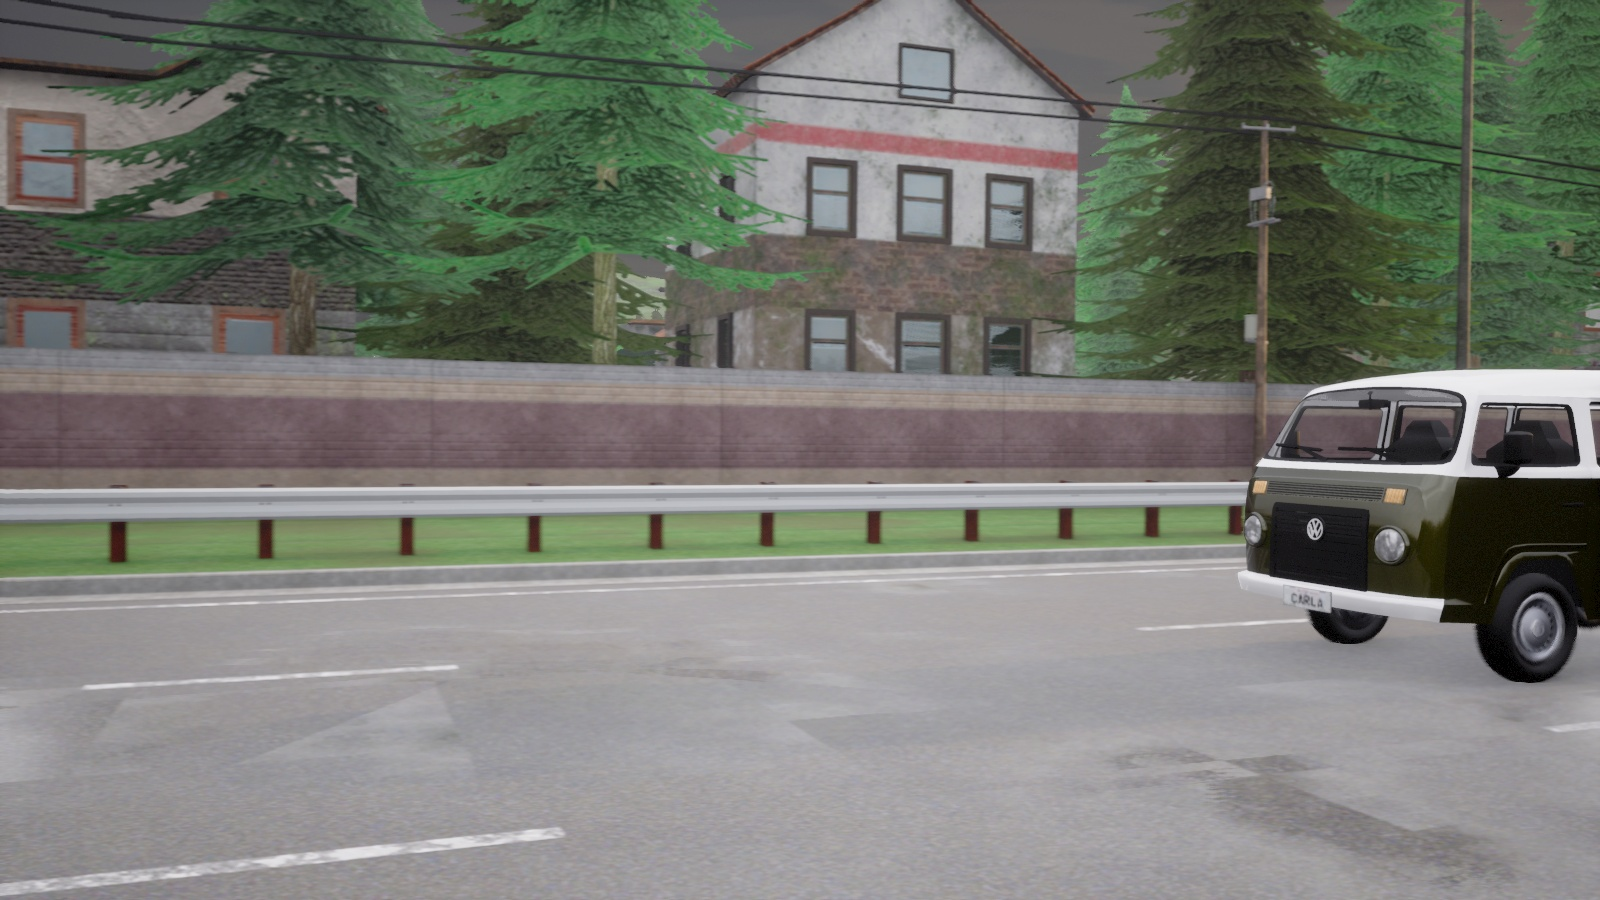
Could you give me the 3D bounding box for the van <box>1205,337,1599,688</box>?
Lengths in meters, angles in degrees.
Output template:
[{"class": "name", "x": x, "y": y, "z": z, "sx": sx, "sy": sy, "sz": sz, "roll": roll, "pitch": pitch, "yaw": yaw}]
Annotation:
[{"class": "van", "x": 5.441, "y": 0.315, "z": 9.045, "sx": 4.480, "sy": 2.038, "sz": 2.069, "roll": -1, "pitch": 1, "yaw": -21}]
